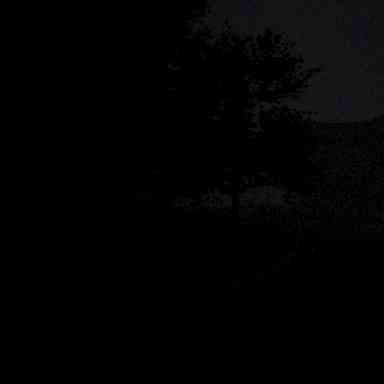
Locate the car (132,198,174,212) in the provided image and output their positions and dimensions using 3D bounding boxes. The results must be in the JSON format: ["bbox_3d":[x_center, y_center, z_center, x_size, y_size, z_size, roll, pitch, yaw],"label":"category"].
[{"bbox_3d":[-4.398,1.409,36.685,4.902,1.511,2.128,0,0,25],"label":"car"}]
